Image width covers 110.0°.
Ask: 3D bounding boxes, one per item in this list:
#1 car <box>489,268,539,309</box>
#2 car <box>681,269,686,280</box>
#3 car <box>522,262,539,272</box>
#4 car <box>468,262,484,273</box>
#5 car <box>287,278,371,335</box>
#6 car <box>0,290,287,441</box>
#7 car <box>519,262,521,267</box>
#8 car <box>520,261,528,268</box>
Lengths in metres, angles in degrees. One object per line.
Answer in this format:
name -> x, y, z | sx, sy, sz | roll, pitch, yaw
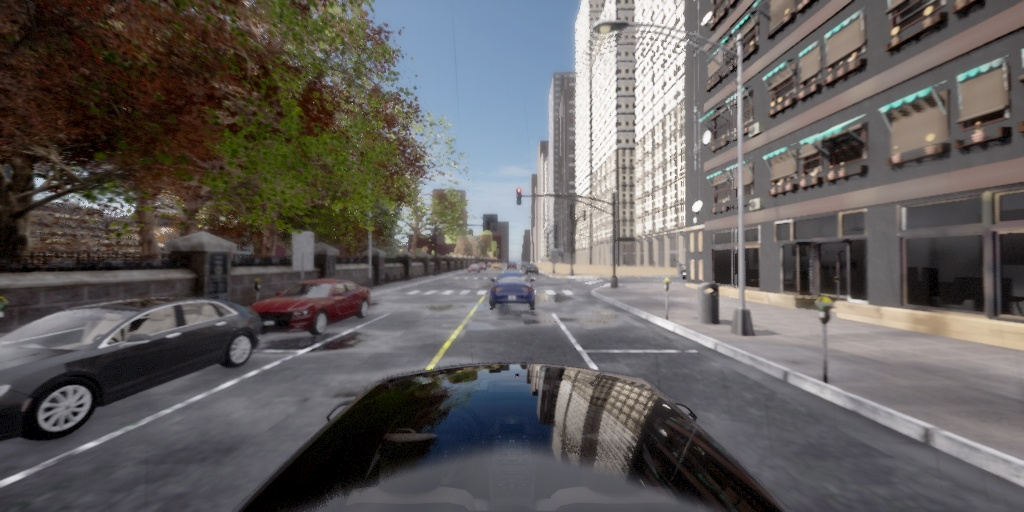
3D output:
car -> 0.025, 1.421, 15.743 | 1.812, 1.442, 4.674 | 0, 0, 1
car -> 14.680, 1.280, 26.195 | 4.313, 1.339, 1.948 | 0, 0, 0
car -> 2.681, 1.819, 48.771 | 1.948, 1.339, 4.313 | 0, 0, 0
car -> -5.700, 1.898, 54.402 | 1.802, 1.307, 4.207 | 0, 0, 0
car -> -5.822, 1.390, 10.854 | 1.888, 1.381, 4.507 | 0, 0, 0
car -> -5.770, 1.338, 5.315 | 2.007, 1.370, 4.403 | 0, 0, 0
car -> 2.679, 1.945, 60.036 | 1.948, 1.339, 4.313 | 0, 0, 0
car -> 2.680, 1.882, 54.404 | 1.948, 1.339, 4.313 | 0, 0, 0
